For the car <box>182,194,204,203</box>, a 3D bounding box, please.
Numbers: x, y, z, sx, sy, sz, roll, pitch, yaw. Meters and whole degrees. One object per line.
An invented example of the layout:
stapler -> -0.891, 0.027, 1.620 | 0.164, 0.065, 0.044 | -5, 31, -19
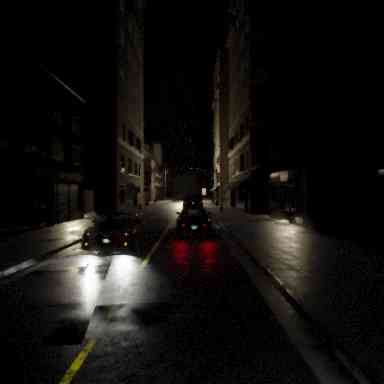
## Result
car -> 0.101, 1.229, 36.029 | 2.150, 2.045, 5.566 | 0, 0, 0

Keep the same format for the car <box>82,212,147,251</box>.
car -> -3.100, 1.562, 13.954 | 1.994, 1.385, 4.181 | 0, 0, 0

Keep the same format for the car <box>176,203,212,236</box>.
car -> 0.101, 1.526, 18.377 | 1.812, 1.442, 4.674 | 0, 0, 0
